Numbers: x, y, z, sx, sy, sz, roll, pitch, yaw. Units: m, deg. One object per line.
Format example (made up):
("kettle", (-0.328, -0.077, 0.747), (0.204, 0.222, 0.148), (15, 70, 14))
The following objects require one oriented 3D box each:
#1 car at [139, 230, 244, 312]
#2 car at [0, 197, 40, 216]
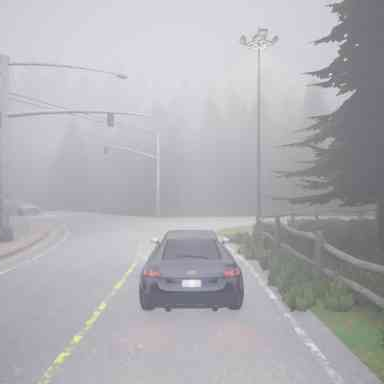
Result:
("car", (-0.030, 1.564, 7.803), (1.994, 1.385, 4.181), (0, 0, -1))
("car", (-17.064, 1.526, 32.838), (4.674, 1.442, 1.812), (0, 0, 30))
